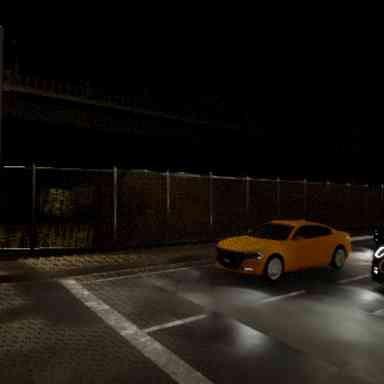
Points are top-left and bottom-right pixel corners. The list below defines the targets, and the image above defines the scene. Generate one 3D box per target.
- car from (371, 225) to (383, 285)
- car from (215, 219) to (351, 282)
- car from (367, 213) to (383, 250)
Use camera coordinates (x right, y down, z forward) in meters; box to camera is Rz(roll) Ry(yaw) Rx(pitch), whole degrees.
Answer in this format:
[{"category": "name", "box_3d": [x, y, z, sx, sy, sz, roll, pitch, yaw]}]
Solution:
[{"category": "car", "box_3d": [6.721, 1.544, 8.770, 4.553, 1.767, 2.097, 1, -1, -35]}, {"category": "car", "box_3d": [2.966, 1.627, 10.397, 5.008, 1.535, 1.882, 1, -1, -35]}, {"category": "car", "box_3d": [10.560, 1.809, 15.800, 5.008, 1.535, 1.882, 1, -1, -35]}]
